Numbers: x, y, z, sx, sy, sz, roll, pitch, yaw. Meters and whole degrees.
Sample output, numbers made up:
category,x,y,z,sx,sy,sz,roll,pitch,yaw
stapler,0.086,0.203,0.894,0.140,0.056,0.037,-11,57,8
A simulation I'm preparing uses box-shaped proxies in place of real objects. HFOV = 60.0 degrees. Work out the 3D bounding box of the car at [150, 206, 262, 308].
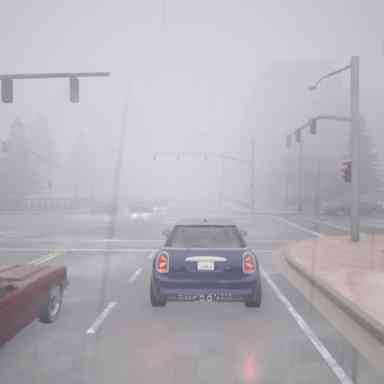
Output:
category,x,y,z,sx,sy,sz,roll,pitch,yaw
car,0.309,1.351,8.114,2.097,1.767,4.553,0,0,2

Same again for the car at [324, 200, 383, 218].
category,x,y,z,sx,sy,sz,roll,pitch,yaw
car,14.319,1.498,29.519,4.892,1.490,1.837,-1,0,3

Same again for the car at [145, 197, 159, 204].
category,x,y,z,sx,sy,sz,roll,pitch,yaw
car,-7.756,1.590,65.212,1.895,1.301,4.718,0,0,3

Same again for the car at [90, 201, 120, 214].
category,x,y,z,sx,sy,sz,roll,pitch,yaw
car,-9.011,1.595,34.634,1.895,1.301,4.718,0,0,3

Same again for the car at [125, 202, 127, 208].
category,x,y,z,sx,sy,sz,roll,pitch,yaw
car,-8.445,1.518,48.718,1.812,1.442,4.674,0,0,2

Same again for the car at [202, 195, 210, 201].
category,x,y,z,sx,sy,sz,roll,pitch,yaw
car,3.439,1.461,82.346,1.882,1.535,5.008,0,0,2

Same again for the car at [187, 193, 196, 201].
category,x,y,z,sx,sy,sz,roll,pitch,yaw
car,-0.058,1.209,82.510,2.150,2.045,5.566,0,0,2

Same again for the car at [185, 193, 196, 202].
category,x,y,z,sx,sy,sz,roll,pitch,yaw
car,-0.429,1.507,72.779,1.812,1.442,4.674,0,0,2

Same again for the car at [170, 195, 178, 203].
category,x,y,z,sx,sy,sz,roll,pitch,yaw
car,-4.058,1.480,69.471,2.128,1.511,4.902,0,0,2

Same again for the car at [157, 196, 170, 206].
category,x,y,z,sx,sy,sz,roll,pitch,yaw
car,-4.872,1.555,50.471,1.994,1.385,4.181,0,0,2

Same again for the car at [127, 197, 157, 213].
category,x,y,z,sx,sy,sz,roll,pitch,yaw
car,-5.415,1.558,36.600,1.994,1.385,4.181,0,0,2

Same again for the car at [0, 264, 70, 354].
category,x,y,z,sx,sy,sz,roll,pitch,yaw
car,-3.305,1.600,4.241,1.895,1.301,4.718,0,0,2

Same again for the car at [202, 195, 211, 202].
category,x,y,z,sx,sy,sz,roll,pitch,yaw
car,3.107,1.536,73.642,1.994,1.385,4.181,0,0,2
